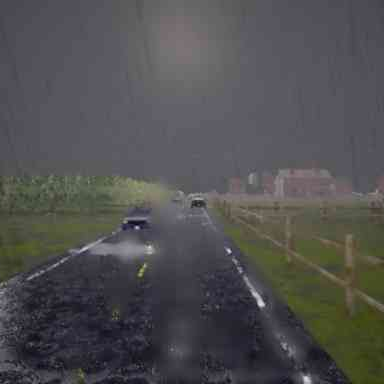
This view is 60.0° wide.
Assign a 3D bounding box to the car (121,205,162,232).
[{"bbox_3d":[-2.855,1.469,19.974,2.033,1.411,5.357,0,0,0],"label":"car"}]

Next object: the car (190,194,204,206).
[{"bbox_3d":[0.814,1.213,52.018,2.097,1.767,4.553,0,0,0],"label":"car"}]

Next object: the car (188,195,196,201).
[{"bbox_3d":[-0.015,1.284,77.504,1.895,1.301,4.718,0,0,0],"label":"car"}]

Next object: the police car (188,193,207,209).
[{"bbox_3d":[0.816,1.303,42.157,1.930,1.638,5.238,0,0,0],"label":"police car"}]

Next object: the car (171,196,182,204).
[{"bbox_3d":[-2.798,1.410,60.987,1.994,1.385,4.181,0,0,1],"label":"car"}]

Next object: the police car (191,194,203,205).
[{"bbox_3d":[0.813,1.277,58.157,1.930,1.638,5.238,0,0,0],"label":"police car"}]
